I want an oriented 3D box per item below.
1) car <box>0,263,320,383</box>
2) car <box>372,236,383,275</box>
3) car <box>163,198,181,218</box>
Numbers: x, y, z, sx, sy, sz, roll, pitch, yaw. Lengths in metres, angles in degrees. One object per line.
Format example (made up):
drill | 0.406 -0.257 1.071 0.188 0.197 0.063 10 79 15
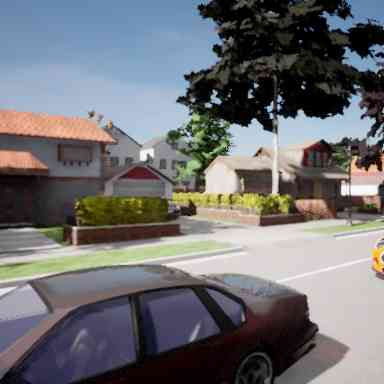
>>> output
car | -0.971 1.542 3.299 5.357 1.411 2.033 0 0 -36
car | 6.772 1.281 8.848 4.553 1.767 2.097 0 0 -36
car | -2.396 1.099 22.938 1.970 1.475 3.806 0 0 -35
